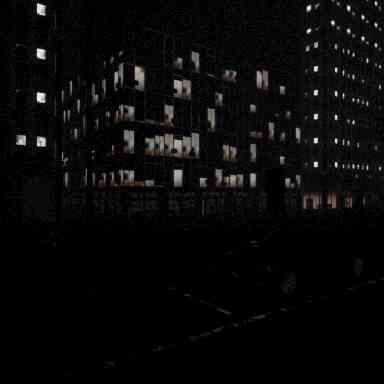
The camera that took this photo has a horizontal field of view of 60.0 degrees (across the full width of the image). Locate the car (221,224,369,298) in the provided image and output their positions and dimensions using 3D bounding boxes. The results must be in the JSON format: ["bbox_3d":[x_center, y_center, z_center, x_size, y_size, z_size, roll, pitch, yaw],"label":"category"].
[{"bbox_3d":[2.756,1.545,8.530,4.507,1.381,1.887,0,0,-36],"label":"car"}]
